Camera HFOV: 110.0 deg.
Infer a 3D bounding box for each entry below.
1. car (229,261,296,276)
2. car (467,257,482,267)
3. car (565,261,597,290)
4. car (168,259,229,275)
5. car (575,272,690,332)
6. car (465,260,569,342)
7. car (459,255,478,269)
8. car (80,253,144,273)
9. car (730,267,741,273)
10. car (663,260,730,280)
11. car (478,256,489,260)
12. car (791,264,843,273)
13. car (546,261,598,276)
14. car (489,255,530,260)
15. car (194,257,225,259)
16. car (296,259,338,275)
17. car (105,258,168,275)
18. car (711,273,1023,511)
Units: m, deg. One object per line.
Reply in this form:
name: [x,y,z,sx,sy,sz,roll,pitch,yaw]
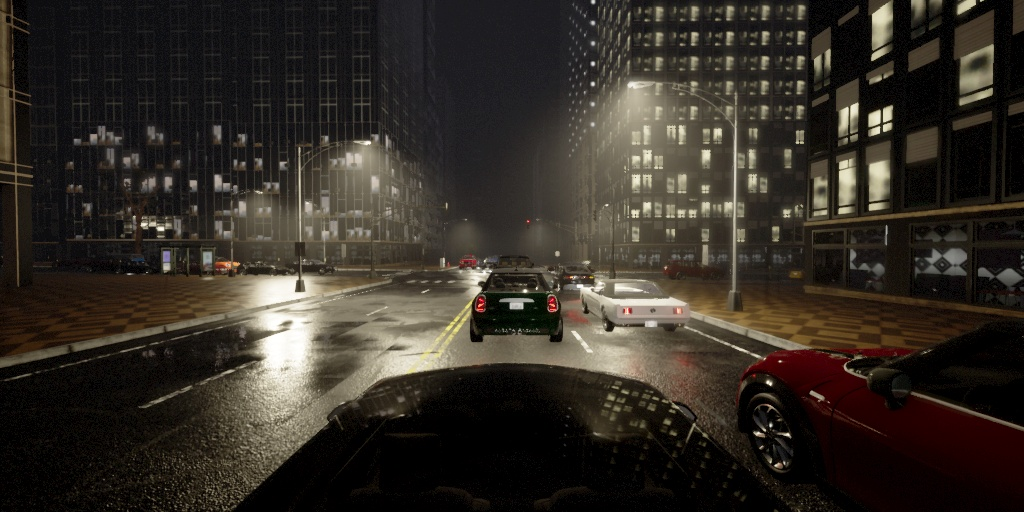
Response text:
car: [-22.726,1.173,32.763,4.313,1.339,1.948,0,0,1]
car: [-6.552,1.054,63.570,2.097,1.767,4.553,0,0,0]
car: [3.353,1.245,20.097,1.837,1.490,4.892,0,0,0]
car: [-28.410,1.138,32.897,4.207,1.307,1.802,0,0,1]
car: [3.352,1.347,10.839,1.895,1.301,4.718,0,0,0]
car: [0.101,1.099,9.888,2.097,1.767,4.553,0,0,0]
car: [-6.590,0.935,53.972,2.150,2.045,5.566,0,0,0]
car: [-39.417,0.764,35.817,4.553,1.767,2.097,1,1,1]
car: [21.127,1.451,37.921,5.357,1.411,2.033,1,1,1]
car: [16.198,1.268,32.230,5.009,1.841,2.192,0,0,1]
car: [-3.336,1.206,52.439,2.128,1.511,4.902,0,0,0]
car: [27.647,1.578,32.031,4.829,1.417,1.751,0,0,1]
car: [6.594,1.300,39.619,5.357,1.411,2.033,1,1,28]
car: [0.103,0.963,19.600,2.150,2.045,5.566,0,0,0]
car: [-29.422,0.855,35.607,4.553,1.767,2.097,1,1,1]
car: [-19.804,1.081,35.411,4.902,1.511,2.128,1,1,1]
car: [-34.091,1.069,33.071,4.313,1.339,1.948,0,0,1]
car: [3.350,1.102,1.821,2.097,1.767,4.553,0,0,0]
